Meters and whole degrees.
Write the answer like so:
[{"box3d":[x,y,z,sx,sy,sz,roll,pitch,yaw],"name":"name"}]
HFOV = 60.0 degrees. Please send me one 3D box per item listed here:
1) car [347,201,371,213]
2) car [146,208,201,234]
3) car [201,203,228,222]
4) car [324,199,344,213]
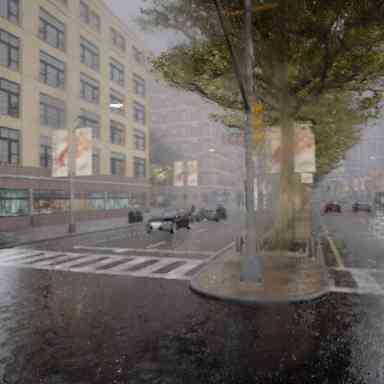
[{"box3d":[22.662,2.008,44.642,2.128,1.511,4.902,-1,-1,19],"name":"car"},{"box3d":[-1.393,1.924,22.540,2.128,1.511,4.902,-1,-1,20],"name":"car"},{"box3d":[1.944,1.907,31.802,2.097,1.767,4.553,-1,-1,20],"name":"car"},{"box3d":[19.014,2.048,45.041,1.882,1.535,5.008,-1,-1,20],"name":"car"}]
